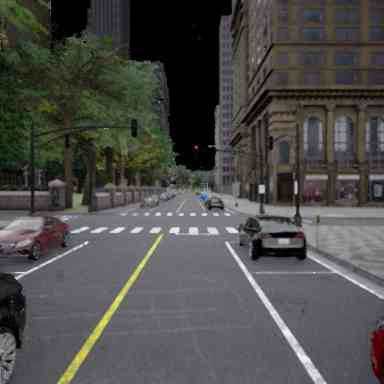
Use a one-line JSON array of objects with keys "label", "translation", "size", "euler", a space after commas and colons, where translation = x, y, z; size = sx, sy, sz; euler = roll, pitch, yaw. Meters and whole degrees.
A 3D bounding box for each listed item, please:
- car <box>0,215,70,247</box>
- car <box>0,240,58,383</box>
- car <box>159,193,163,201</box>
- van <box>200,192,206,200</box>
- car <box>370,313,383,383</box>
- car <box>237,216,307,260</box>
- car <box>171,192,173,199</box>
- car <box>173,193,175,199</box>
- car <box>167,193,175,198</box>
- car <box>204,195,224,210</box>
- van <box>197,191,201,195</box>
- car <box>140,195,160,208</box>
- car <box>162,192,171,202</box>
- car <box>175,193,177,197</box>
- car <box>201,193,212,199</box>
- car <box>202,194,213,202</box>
[{"label": "car", "translation": [-5.777, 1.531, 12.049], "size": [1.802, 1.307, 4.206], "euler": [0, 0, 0]}, {"label": "car", "translation": [-3.001, 1.485, 2.264], "size": [2.128, 1.511, 4.902], "euler": [0, 0, 0]}, {"label": "car", "translation": [-5.820, 1.201, 49.327], "size": [1.967, 1.590, 4.097], "euler": [0, 0, 0]}, {"label": "van", "translation": [2.699, 1.063, 54.737], "size": [1.690, 1.788, 3.998], "euler": [0, 0, 0]}, {"label": "car", "translation": [2.759, 1.306, 1.189], "size": [2.192, 1.841, 5.009], "euler": [0, 0, 0]}, {"label": "car", "translation": [2.748, 1.506, 12.041], "size": [1.947, 1.339, 4.313], "euler": [0, 0, 0]}, {"label": "car", "translation": [-5.844, 0.954, 71.008], "size": [2.192, 1.841, 5.009], "euler": [0, 0, 0]}, {"label": "car", "translation": [-5.855, 1.101, 81.679], "size": [1.752, 1.417, 4.829], "euler": [0, 0, 0]}, {"label": "car", "translation": [-5.867, 1.074, 92.690], "size": [1.947, 1.339, 4.313], "euler": [0, 0, 0]}, {"label": "car", "translation": [2.718, 1.373, 38.477], "size": [1.947, 1.339, 4.313], "euler": [0, 0, 0]}, {"label": "van", "translation": [2.675, 0.939, 76.418], "size": [1.690, 1.788, 3.998], "euler": [0, 0, 0]}, {"label": "car", "translation": [-5.813, 1.340, 43.908], "size": [2.008, 1.369, 4.403], "euler": [0, 0, 0]}, {"label": "car", "translation": [-5.838, 1.111, 65.588], "size": [1.967, 1.590, 4.097], "euler": [0, 0, 0]}, {"label": "car", "translation": [-5.862, 0.857, 87.268], "size": [2.192, 1.841, 5.009], "euler": [0, 0, 0]}, {"label": "car", "translation": [2.706, 1.275, 49.488], "size": [1.752, 1.417, 4.829], "euler": [0, 0, 0]}, {"label": "car", "translation": [2.712, 1.345, 43.897], "size": [1.947, 1.339, 4.313], "euler": [0, 0, 0]}]
